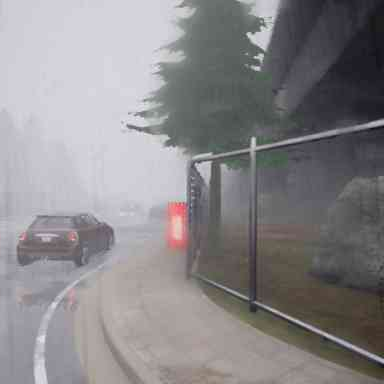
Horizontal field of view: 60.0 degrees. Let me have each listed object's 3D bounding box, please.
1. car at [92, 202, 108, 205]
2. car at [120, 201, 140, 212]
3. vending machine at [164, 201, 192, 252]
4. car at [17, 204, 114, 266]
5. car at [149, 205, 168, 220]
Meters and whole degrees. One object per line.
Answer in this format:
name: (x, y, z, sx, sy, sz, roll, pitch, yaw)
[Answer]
car: (-13.003, 2.122, 46.122, 2.128, 1.511, 4.902, 1, -1, 4)
car: (-9.240, 2.087, 49.889, 2.097, 1.767, 4.553, 1, -1, 4)
vending machine: (-0.582, 1.434, 14.247, 1.100, 2.100, 0.880, 1, -1, 4)
car: (-4.404, 1.515, 12.342, 2.097, 1.767, 4.553, 1, -1, 2)
car: (-3.079, 2.020, 34.102, 1.882, 1.535, 5.008, 1, -1, 4)
